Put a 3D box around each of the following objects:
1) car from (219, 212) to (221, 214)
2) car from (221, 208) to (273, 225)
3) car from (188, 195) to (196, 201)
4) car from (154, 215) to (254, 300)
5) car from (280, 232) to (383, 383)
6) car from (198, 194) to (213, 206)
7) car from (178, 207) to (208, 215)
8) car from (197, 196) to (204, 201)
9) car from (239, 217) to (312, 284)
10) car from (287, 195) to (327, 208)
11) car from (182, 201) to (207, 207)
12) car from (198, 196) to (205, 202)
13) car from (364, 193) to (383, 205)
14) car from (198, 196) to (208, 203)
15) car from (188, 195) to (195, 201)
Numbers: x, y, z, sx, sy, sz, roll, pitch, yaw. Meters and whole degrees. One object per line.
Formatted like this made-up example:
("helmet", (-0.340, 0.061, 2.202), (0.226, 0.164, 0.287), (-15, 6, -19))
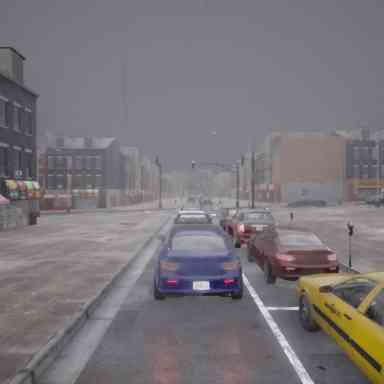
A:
("car", (2.592, 1.594, 20.222), (1.802, 1.307, 4.206), (0, 0, 0))
("car", (2.603, 1.446, 14.756), (1.967, 1.590, 4.097), (0, 0, 0))
("car", (-0.175, 1.744, 82.615), (1.837, 1.490, 4.892), (0, 0, 0))
("car", (0.085, 1.527, 8.311), (1.812, 1.442, 4.674), (0, 0, -2))
("car", (2.627, 1.525, 3.992), (1.752, 1.417, 4.829), (0, 0, 0))
("car", (2.508, 1.567, 57.565), (1.967, 1.590, 4.097), (-1, 0, 0))
("car", (0.053, 1.607, 15.718), (1.895, 1.301, 4.718), (0, 0, 0))
("car", (2.426, 1.856, 95.551), (1.752, 1.417, 4.829), (-1, 0, 0))
("car", (2.616, 1.584, 9.289), (1.802, 1.307, 4.206), (0, 0, 0))
("car", (14.057, 1.143, 40.755), (4.674, 1.442, 1.812), (-1, 0, 1))
("car", (-0.028, 1.622, 25.809), (1.895, 1.301, 4.718), (0, 0, 0))
("car", (2.438, 1.822, 90.148), (1.752, 1.417, 4.829), (-1, 0, 0))
("car", (23.700, 0.874, 40.797), (4.892, 1.490, 1.837), (-1, 0, 0))
("car", (2.473, 1.645, 73.772), (1.967, 1.590, 4.097), (-1, 0, 0))
("car", (-0.198, 1.671, 93.036), (1.812, 1.442, 4.674), (0, 0, 0))
